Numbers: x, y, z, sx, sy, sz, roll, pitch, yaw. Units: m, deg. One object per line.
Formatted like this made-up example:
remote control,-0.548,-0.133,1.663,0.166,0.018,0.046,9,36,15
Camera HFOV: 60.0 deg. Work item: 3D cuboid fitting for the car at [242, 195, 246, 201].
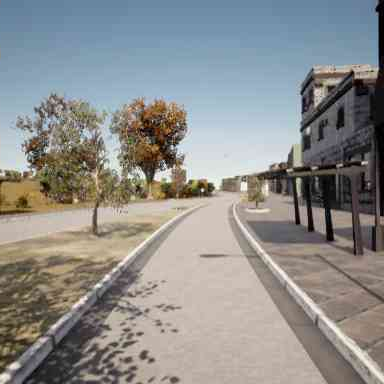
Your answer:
car,10.218,1.038,60.690,2.097,1.535,5.008,-1,0,13
